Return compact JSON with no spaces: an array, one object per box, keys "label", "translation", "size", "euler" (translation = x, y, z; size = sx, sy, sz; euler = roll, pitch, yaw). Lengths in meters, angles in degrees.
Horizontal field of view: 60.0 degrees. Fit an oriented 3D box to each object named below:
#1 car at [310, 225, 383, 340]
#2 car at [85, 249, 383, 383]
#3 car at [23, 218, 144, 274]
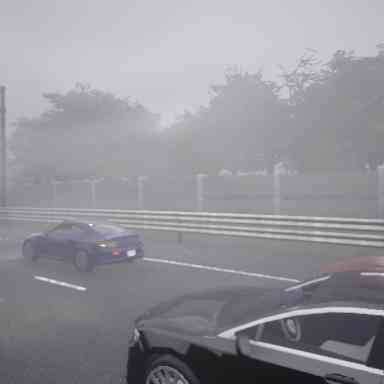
[{"label":"car","translation":[4.601,1.474,5.001],"size":[5.008,1.535,1.882],"euler":[0,0,35]},{"label":"car","translation":[1.528,1.493,2.884],"size":[4.902,1.511,2.128],"euler":[0,0,36]},{"label":"car","translation":[-3.580,1.575,10.757],"size":[4.674,1.442,1.812],"euler":[0,0,36]}]
